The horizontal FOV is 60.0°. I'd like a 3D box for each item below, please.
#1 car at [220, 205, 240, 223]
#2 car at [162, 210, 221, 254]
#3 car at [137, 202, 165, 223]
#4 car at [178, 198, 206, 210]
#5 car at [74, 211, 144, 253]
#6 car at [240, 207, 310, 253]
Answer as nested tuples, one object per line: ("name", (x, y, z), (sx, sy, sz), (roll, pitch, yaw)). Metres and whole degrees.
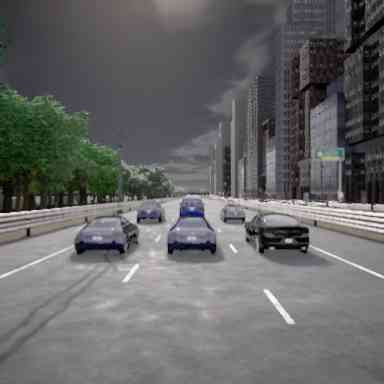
("car", (3.496, 1.850, 28.989), (2.033, 1.411, 5.357), (0, -1, 0))
("car", (0.001, 1.708, 14.301), (1.994, 1.385, 4.181), (0, -1, 0))
("car", (-3.502, 1.654, 29.072), (2.097, 1.767, 4.553), (0, -1, 0))
("car", (-0.004, 1.520, 29.015), (2.150, 2.045, 5.566), (0, 0, 0))
("car", (-3.496, 1.708, 14.302), (1.994, 1.385, 4.181), (0, -1, 0))
("car", (3.503, 1.623, 14.477), (1.882, 1.535, 5.008), (0, 0, 0))
